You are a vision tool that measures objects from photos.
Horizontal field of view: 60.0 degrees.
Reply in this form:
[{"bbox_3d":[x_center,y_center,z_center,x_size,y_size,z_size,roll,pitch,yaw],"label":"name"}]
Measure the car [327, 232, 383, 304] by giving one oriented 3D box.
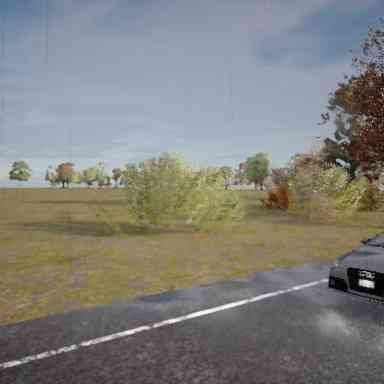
[{"bbox_3d":[4.932,1.541,7.404,4.181,1.385,1.994,0,0,-35],"label":"car"}]
